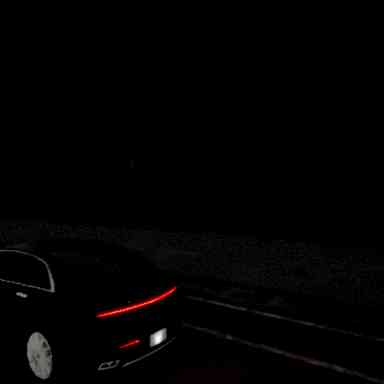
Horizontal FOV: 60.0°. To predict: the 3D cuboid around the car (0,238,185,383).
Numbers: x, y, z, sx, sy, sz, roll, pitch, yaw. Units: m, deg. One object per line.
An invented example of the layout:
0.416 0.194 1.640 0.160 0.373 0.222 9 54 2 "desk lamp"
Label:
-2.388 1.516 5.392 4.892 1.490 1.837 -1 0 35 "car"
